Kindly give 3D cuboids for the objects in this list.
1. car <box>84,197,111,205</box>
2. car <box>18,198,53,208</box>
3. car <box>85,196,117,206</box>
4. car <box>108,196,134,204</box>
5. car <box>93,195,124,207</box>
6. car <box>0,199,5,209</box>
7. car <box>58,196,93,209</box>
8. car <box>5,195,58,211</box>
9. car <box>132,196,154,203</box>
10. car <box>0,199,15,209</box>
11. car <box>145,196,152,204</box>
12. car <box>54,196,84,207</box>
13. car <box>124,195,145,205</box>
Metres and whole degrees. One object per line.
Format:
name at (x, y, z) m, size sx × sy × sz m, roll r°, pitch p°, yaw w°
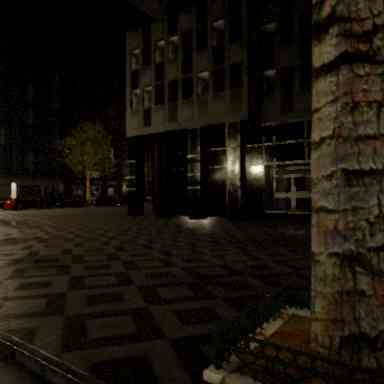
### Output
car at (-16.257, 1.578, 57.509) m, size 1.802 × 1.307 × 4.206 m, roll -1°, pitch 0°, yaw 35°
car at (-22.661, 1.607, 48.225) m, size 1.802 × 1.307 × 4.206 m, roll -1°, pitch 0°, yaw 35°
car at (-14.837, 1.447, 54.671) m, size 1.882 × 1.535 × 5.008 m, roll -1°, pitch 0°, yaw 35°
car at (-13.152, 1.510, 62.011) m, size 1.752 × 1.417 × 4.829 m, roll -1°, pitch 0°, yaw 35°
car at (-12.445, 1.480, 48.022) m, size 1.947 × 1.339 × 4.313 m, roll -1°, pitch 0°, yaw 35°
car at (-22.049, 1.547, 34.098) m, size 1.802 × 1.307 × 4.206 m, roll -1°, pitch 0°, yaw 35°
car at (-15.646, 1.496, 43.381) m, size 1.947 × 1.339 × 4.313 m, roll -1°, pitch 0°, yaw 35°
car at (-18.850, 1.261, 38.741) m, size 2.192 × 1.841 × 5.009 m, roll -1°, pitch 0°, yaw 35°
car at (-9.853, 1.540, 66.794) m, size 1.947 × 1.339 × 4.313 m, roll -1°, pitch 0°, yaw 35°
car at (-25.863, 1.607, 43.583) m, size 1.947 × 1.339 × 4.313 m, roll -1°, pitch 0°, yaw 35°
car at (-6.042, 1.434, 57.306) m, size 1.887 × 1.381 × 4.507 m, roll -1°, pitch 0°, yaw 35°
car at (-19.461, 1.450, 52.867) m, size 1.967 × 1.590 × 4.097 m, roll -1°, pitch 0°, yaw 35°
car at (-10.663, 1.279, 55.285) m, size 2.097 × 1.767 × 4.553 m, roll -1°, pitch 0°, yaw 35°
